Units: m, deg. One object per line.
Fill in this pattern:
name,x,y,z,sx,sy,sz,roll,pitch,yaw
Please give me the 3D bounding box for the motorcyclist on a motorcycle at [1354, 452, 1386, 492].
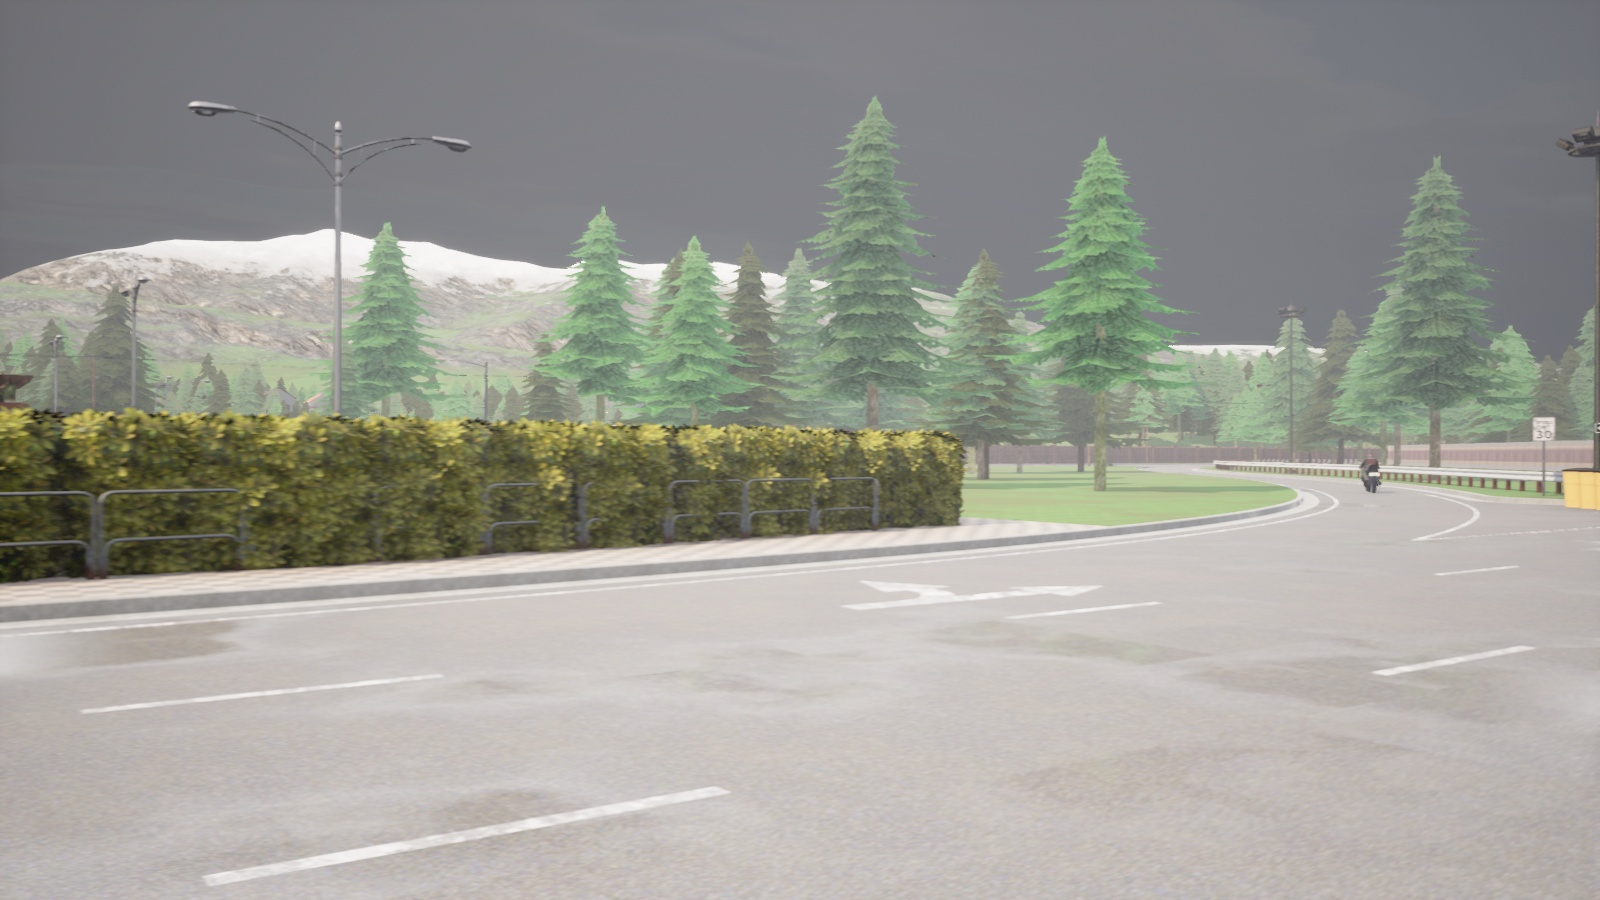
motorcyclist on a motorcycle,22.191,0.853,48.928,0.866,1.530,2.191,0,0,17
